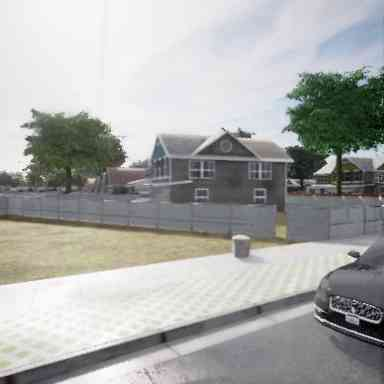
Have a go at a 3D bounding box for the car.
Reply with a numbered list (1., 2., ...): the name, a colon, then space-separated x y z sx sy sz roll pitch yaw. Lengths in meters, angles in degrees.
1. car: 4.194 1.478 5.880 4.892 1.490 1.837 0 0 -34
